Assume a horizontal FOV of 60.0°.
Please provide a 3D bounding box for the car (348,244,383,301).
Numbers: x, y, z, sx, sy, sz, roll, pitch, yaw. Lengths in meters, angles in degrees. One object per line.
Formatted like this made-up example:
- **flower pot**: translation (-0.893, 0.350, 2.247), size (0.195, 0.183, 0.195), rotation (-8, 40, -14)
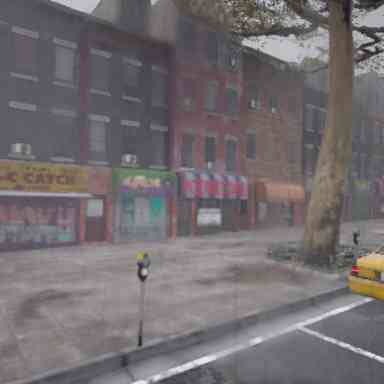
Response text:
- **car**: translation (5.522, 1.471, 7.225), size (5.366, 1.575, 1.801), rotation (0, 0, -36)
